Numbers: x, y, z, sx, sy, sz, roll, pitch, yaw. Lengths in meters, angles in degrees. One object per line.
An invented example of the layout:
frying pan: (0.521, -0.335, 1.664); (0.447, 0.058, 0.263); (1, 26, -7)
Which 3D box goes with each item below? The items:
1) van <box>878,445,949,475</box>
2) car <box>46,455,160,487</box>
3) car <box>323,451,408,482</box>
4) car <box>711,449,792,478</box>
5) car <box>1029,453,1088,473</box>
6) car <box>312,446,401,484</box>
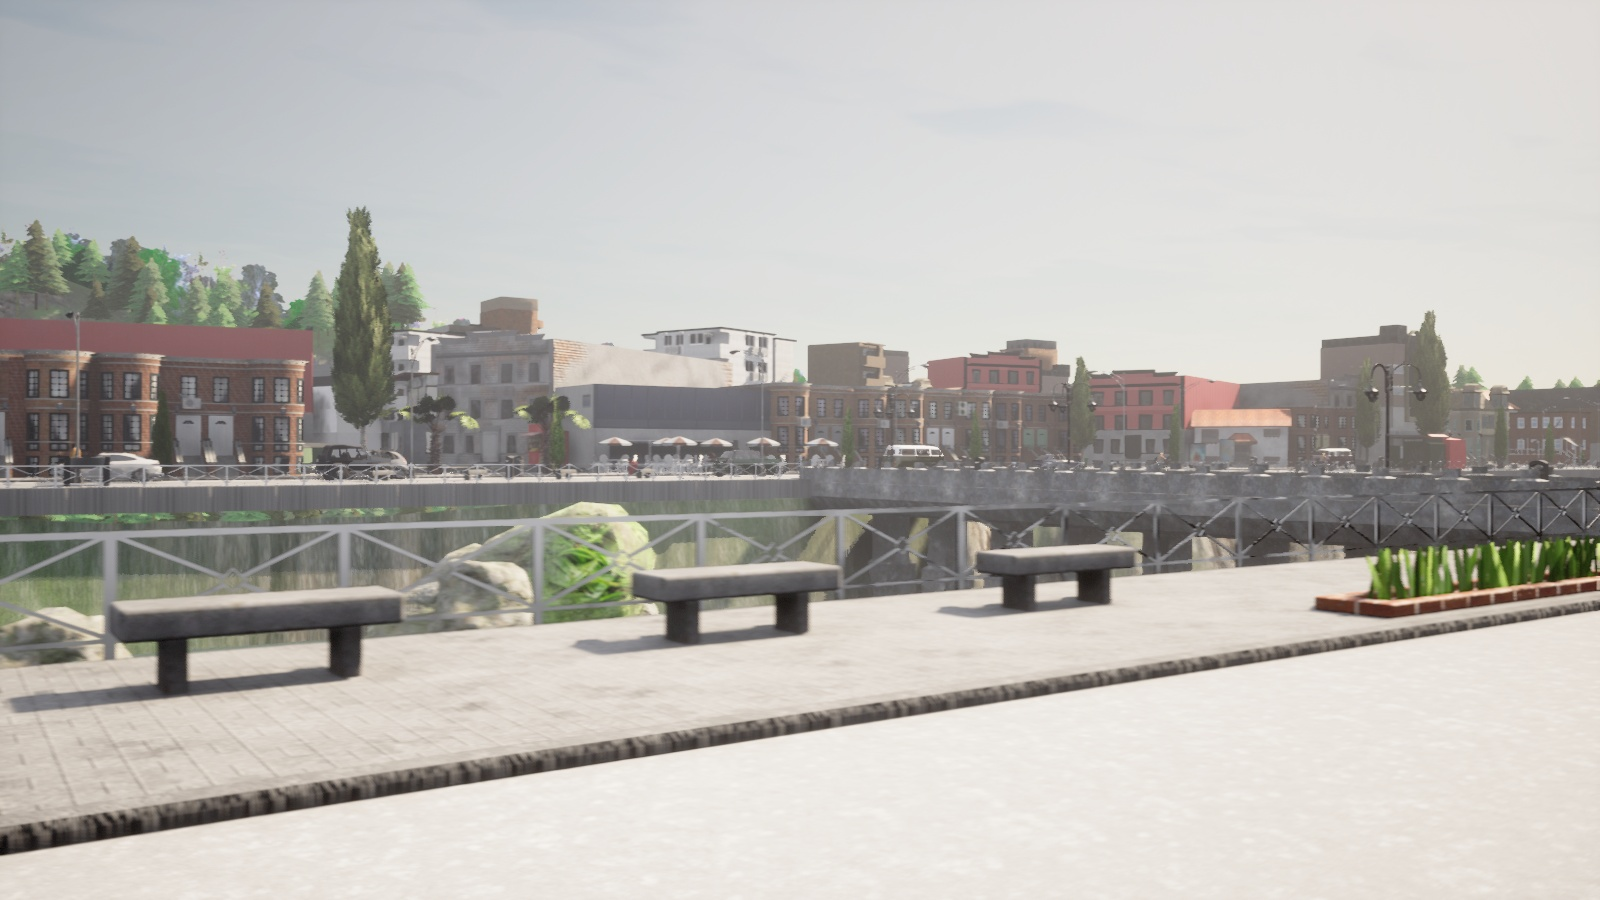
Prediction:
van: (7.695, 0.660, 84.777); (4.480, 2.038, 2.069); (0, 0, -35)
car: (-33.732, 0.991, 60.796); (4.674, 1.442, 1.812); (0, 0, -35)
car: (-23.506, 0.859, 67.919); (3.988, 1.617, 1.851); (0, 0, -35)
car: (-2.959, 0.799, 77.356); (4.553, 1.767, 2.097); (0, 0, -35)
car: (19.102, 0.945, 92.720); (4.193, 1.474, 1.816); (0, 0, -35)
car: (-22.512, 0.745, 63.738); (3.866, 1.878, 1.905); (0, 0, -35)
